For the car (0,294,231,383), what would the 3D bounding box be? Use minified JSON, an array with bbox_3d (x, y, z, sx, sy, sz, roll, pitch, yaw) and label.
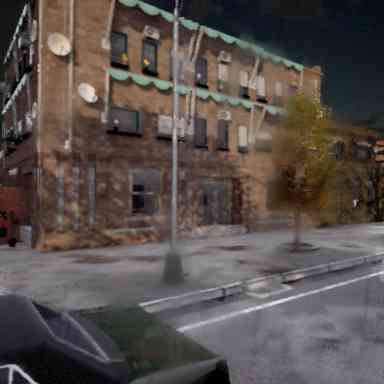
[{"bbox_3d":[-2.082,1.601,2.201,4.718,1.301,1.895,0,0,-36],"label":"car"}]
